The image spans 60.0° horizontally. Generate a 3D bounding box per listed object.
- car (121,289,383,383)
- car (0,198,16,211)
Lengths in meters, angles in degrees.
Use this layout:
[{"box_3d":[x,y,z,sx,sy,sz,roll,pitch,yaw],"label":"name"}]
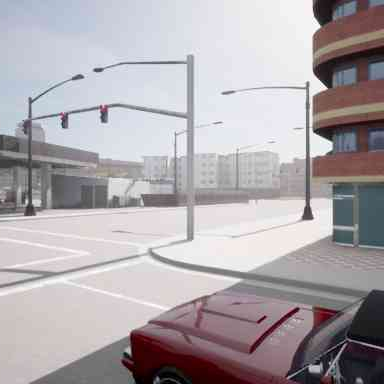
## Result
[{"box_3d":[1.605,1.601,2.828,4.718,1.301,1.895,0,0,36],"label":"car"},{"box_3d":[-22.264,1.456,38.776,3.806,1.475,1.970,0,0,36],"label":"car"}]
